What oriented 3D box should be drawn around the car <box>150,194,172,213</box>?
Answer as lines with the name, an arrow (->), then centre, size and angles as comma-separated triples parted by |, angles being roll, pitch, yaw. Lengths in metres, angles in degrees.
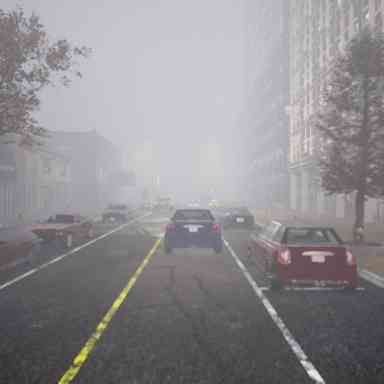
car -> -2.996, 1.261, 36.224 | 2.097, 1.767, 4.553 | 0, 0, 0

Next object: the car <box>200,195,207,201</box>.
car -> 2.847, 1.502, 82.519 | 1.752, 1.417, 4.829 | 1, 0, 0

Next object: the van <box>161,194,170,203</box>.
van -> -5.668, 1.320, 71.116 | 1.690, 1.788, 3.998 | 1, 0, 0

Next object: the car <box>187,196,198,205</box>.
car -> 0.105, 1.545, 61.401 | 1.994, 1.385, 4.181 | 0, 0, 0

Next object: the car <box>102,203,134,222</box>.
car -> -5.677, 1.557, 25.963 | 1.947, 1.339, 4.313 | 1, 0, 0

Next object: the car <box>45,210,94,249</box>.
car -> -5.677, 1.540, 14.675 | 1.887, 1.381, 4.507 | 1, 0, 0

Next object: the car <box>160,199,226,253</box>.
car -> 0.032, 1.347, 13.791 | 2.097, 1.767, 4.553 | 0, 0, 0

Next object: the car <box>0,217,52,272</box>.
car -> -5.678, 1.579, 9.031 | 1.802, 1.307, 4.206 | 1, 0, 0

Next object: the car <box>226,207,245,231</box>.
car -> 2.670, 1.559, 20.264 | 1.947, 1.339, 4.313 | 1, 0, 0

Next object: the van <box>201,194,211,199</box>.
van -> 2.678, 1.322, 59.772 | 1.690, 1.788, 3.998 | 1, 0, 0

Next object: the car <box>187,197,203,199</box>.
car -> 0.106, 1.586, 42.840 | 1.895, 1.301, 4.718 | 0, 0, 0

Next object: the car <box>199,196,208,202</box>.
car -> 2.676, 1.543, 76.705 | 1.947, 1.339, 4.313 | 1, 0, 0

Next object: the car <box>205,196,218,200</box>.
car -> 2.672, 1.513, 37.366 | 1.752, 1.417, 4.829 | 1, 0, 0

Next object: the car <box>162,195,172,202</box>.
car -> -5.669, 1.418, 76.760 | 1.967, 1.590, 4.097 | 1, 0, 0

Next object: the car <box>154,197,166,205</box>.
car -> -5.673, 1.563, 59.828 | 1.802, 1.307, 4.206 | 1, 0, 0

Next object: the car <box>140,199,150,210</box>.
car -> -5.675, 1.536, 42.896 | 2.008, 1.369, 4.403 | 1, 0, 0

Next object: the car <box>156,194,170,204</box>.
car -> -5.668, 1.295, 65.472 | 2.192, 1.841, 5.009 | 1, 0, 0

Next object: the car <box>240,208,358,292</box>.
car -> 2.671, 1.437, 8.975 | 1.967, 1.590, 4.097 | 1, 0, 0

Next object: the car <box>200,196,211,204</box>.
car -> 2.674, 1.546, 65.416 | 1.947, 1.339, 4.313 | 1, 0, 0
